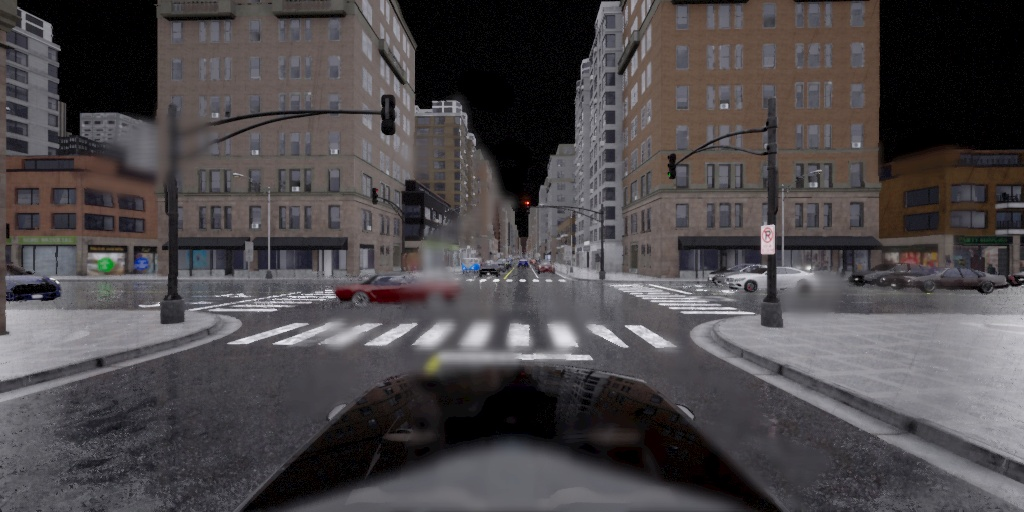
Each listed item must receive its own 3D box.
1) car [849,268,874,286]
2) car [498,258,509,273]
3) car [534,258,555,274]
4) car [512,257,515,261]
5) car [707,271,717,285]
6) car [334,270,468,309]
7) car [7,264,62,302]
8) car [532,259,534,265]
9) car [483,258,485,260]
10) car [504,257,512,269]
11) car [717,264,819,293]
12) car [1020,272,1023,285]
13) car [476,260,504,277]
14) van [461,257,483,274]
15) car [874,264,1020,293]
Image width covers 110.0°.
[{"bbox_3d":[25.063,1.283,23.490,4.892,1.490,1.837,0,0,2],"label":"car"},{"bbox_3d":[-1.812,1.338,44.897,1.994,1.385,4.181,0,0,3],"label":"car"},{"bbox_3d":[3.814,1.210,40.847,1.967,1.591,4.097,0,0,2],"label":"car"},{"bbox_3d":[-1.115,1.146,64.518,2.097,1.767,4.553,0,0,3],"label":"car"},{"bbox_3d":[15.646,1.257,23.758,4.902,1.511,2.128,0,0,2],"label":"car"},{"bbox_3d":[-4.349,1.344,14.374,4.718,1.301,1.895,0,0,2],"label":"car"},{"bbox_3d":[-21.811,1.085,14.869,4.553,1.767,2.097,0,0,2],"label":"car"},{"bbox_3d":[4.002,1.341,46.369,1.948,1.339,4.313,0,0,2],"label":"car"},{"bbox_3d":[-4.520,1.090,46.652,2.192,1.841,5.009,0,0,2],"label":"car"},{"bbox_3d":[-1.488,1.136,54.534,2.097,1.767,4.553,0,0,2],"label":"car"},{"bbox_3d":[14.769,1.291,20.531,4.674,1.442,1.812,0,0,3],"label":"car"},{"bbox_3d":[35.045,1.359,23.196,4.181,1.385,1.994,0,0,2],"label":"car"},{"bbox_3d":[-2.142,1.365,35.814,1.895,1.301,4.718,0,0,2],"label":"car"},{"bbox_3d":[-4.707,1.111,41.132,1.690,1.789,3.998,0,0,2],"label":"van"},{"bbox_3d":[24.356,1.325,20.258,5.357,1.411,2.033,0,0,2],"label":"car"}]
